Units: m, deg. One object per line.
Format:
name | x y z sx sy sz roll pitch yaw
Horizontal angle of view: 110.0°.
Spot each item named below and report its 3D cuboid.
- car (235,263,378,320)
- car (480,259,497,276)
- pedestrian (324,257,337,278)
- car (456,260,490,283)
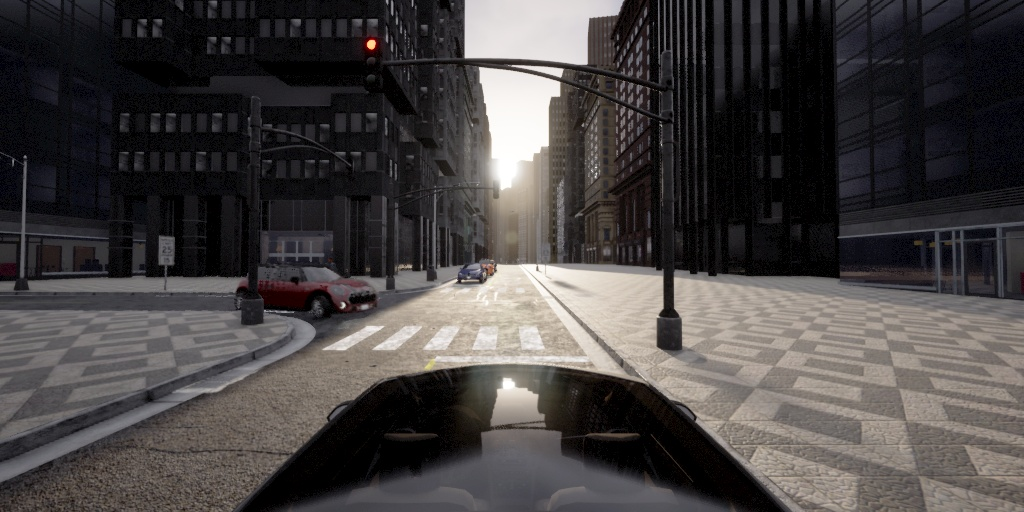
car | -6.901 1.050 12.209 4.553 1.767 2.097 0 0 16
car | -3.027 1.137 38.240 2.097 1.767 4.553 0 0 0
pedestrian | -9.972 0.973 19.592 0.375 1.860 0.375 0 -1 0
car | -3.050 1.288 28.235 1.812 1.442 4.674 0 0 2
